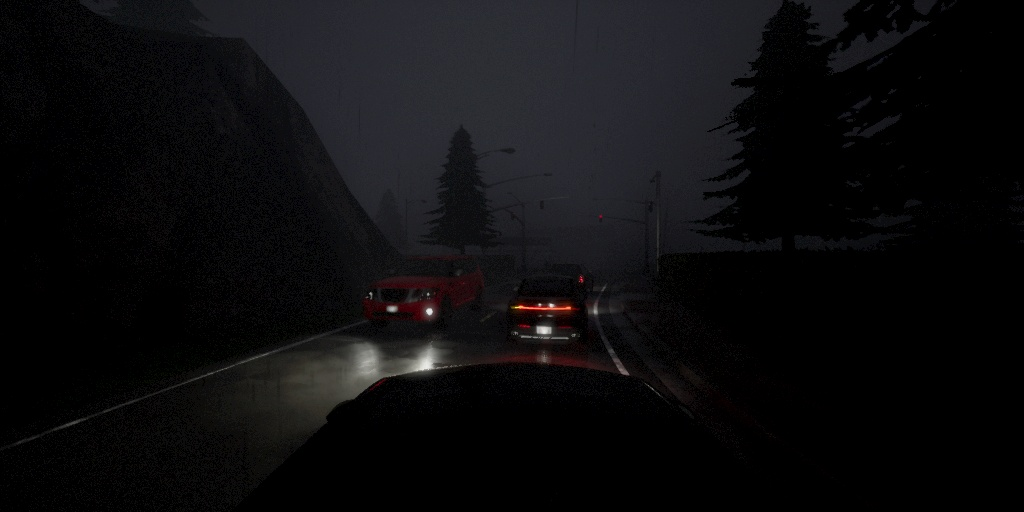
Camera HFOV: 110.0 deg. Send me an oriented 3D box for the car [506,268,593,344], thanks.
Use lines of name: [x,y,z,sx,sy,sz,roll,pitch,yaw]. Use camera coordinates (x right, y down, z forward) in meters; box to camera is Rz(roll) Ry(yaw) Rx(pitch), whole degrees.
car: [1.021,1.255,9.648,1.837,1.490,4.892,0,0,9]

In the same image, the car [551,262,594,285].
car: [3.024,1.102,18.569,2.097,1.767,4.553,0,0,17]

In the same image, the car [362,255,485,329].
car: [-2.493,0.971,11.701,2.150,2.045,5.566,0,0,11]
